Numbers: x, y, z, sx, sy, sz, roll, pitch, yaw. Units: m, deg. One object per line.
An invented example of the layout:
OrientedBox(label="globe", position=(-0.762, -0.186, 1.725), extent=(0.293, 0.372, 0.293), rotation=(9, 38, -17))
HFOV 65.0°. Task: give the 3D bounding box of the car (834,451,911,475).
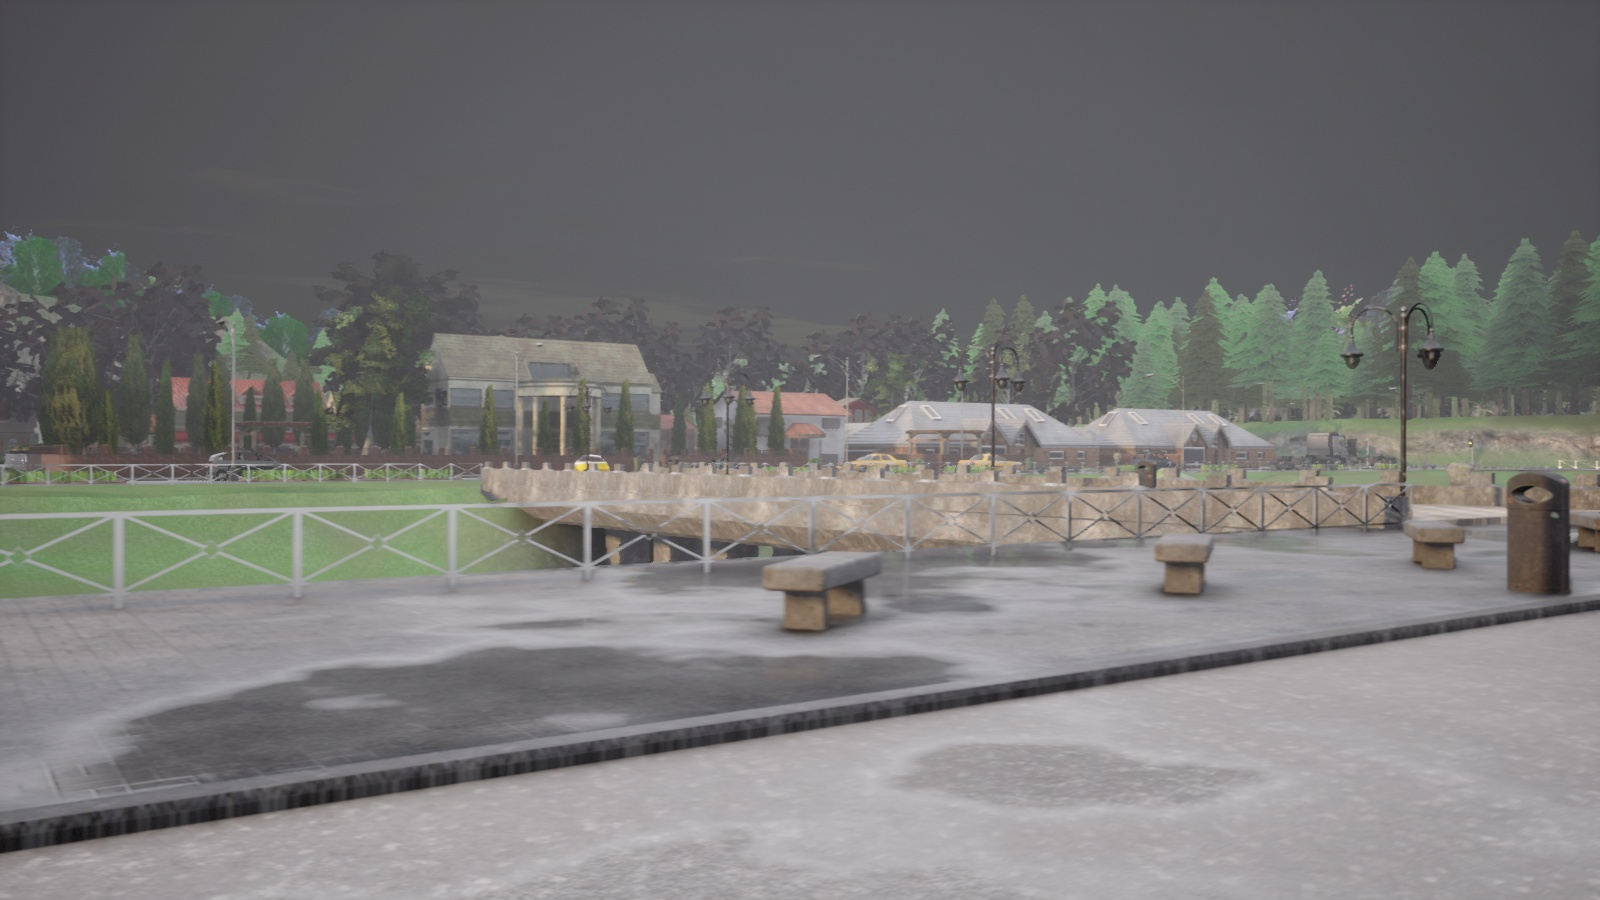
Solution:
OrientedBox(label="car", position=(5.094, 0.888, 87.835), extent=(5.366, 1.575, 1.801), rotation=(0, 0, -35))

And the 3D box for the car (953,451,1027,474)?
OrientedBox(label="car", position=(13.467, 0.873, 88.787), extent=(5.366, 1.575, 1.801), rotation=(0, 0, -35))

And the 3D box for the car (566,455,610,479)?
OrientedBox(label="car", position=(-12.728, 1.011, 75.436), extent=(2.207, 1.376, 1.481), rotation=(0, 0, -35))

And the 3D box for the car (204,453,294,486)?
OrientedBox(label="car", position=(-26.677, 0.929, 60.858), extent=(3.705, 1.549, 1.789), rotation=(0, 0, -35))
